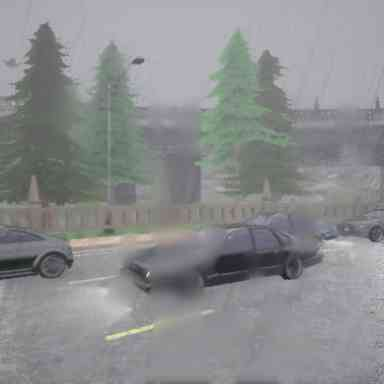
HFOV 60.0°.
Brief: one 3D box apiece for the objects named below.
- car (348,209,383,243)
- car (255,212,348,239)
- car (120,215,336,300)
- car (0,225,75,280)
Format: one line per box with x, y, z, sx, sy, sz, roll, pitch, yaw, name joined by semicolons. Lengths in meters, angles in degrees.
9.087;1.539;15.844;4.181;1.385;1.994;0;0;-14;car
3.435;1.532;13.557;5.357;1.411;2.033;0;0;-23;car
0.987;1.540;8.494;5.357;1.411;2.033;0;0;-30;car
-5.257;1.564;8.555;4.181;1.385;1.994;0;0;-34;car
